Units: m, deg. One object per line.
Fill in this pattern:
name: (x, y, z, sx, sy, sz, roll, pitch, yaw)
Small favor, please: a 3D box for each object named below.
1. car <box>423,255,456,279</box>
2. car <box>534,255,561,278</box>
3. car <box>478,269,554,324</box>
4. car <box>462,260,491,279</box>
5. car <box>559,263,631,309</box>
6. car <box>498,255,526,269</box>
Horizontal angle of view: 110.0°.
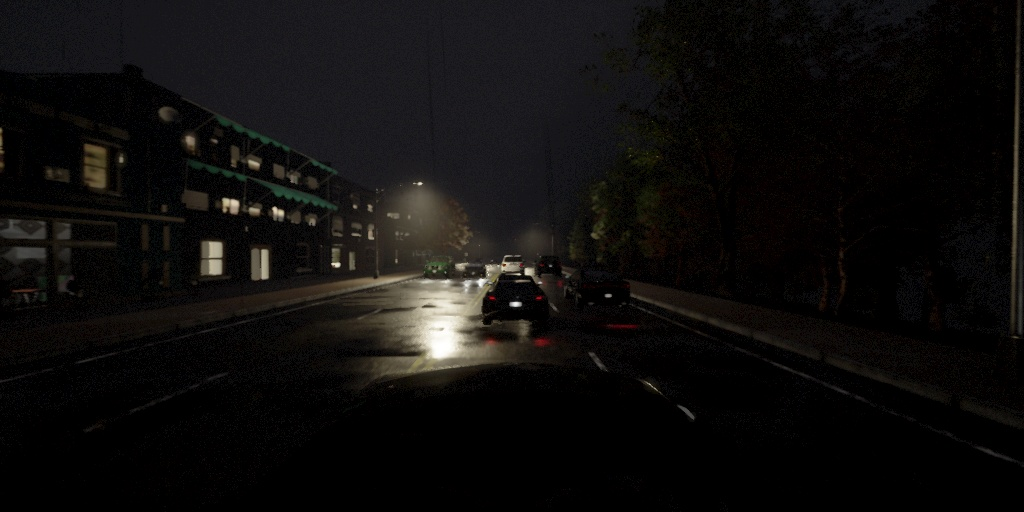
car: (-6.586, 0.965, 33.279, 2.150, 2.045, 5.566, 0, 0, 0)
car: (3.360, 0.965, 33.839, 2.150, 2.045, 5.566, 0, 0, 0)
car: (0.103, 1.312, 11.978, 1.994, 1.385, 4.181, 0, 0, 0)
car: (-3.336, 1.308, 32.874, 1.994, 1.385, 4.181, 0, 0, 0)
car: (3.354, 1.225, 14.939, 1.882, 1.535, 5.008, 0, 0, 0)
car: (0.110, 0.965, 33.832, 2.150, 2.045, 5.566, 0, 0, 0)
